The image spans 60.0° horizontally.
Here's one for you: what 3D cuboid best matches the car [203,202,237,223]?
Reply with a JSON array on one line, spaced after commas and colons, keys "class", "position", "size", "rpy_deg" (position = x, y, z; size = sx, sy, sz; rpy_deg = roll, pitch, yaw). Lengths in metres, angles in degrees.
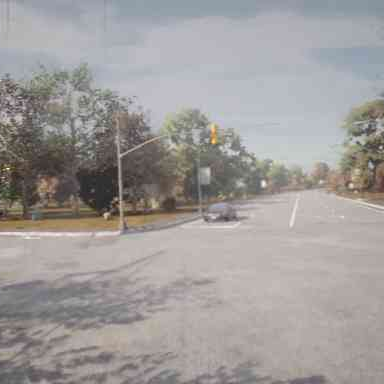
[{"class": "car", "position": [2.243, 1.509, 25.717], "size": [1.812, 1.442, 4.674], "rpy_deg": [-2, 0, 18]}]
